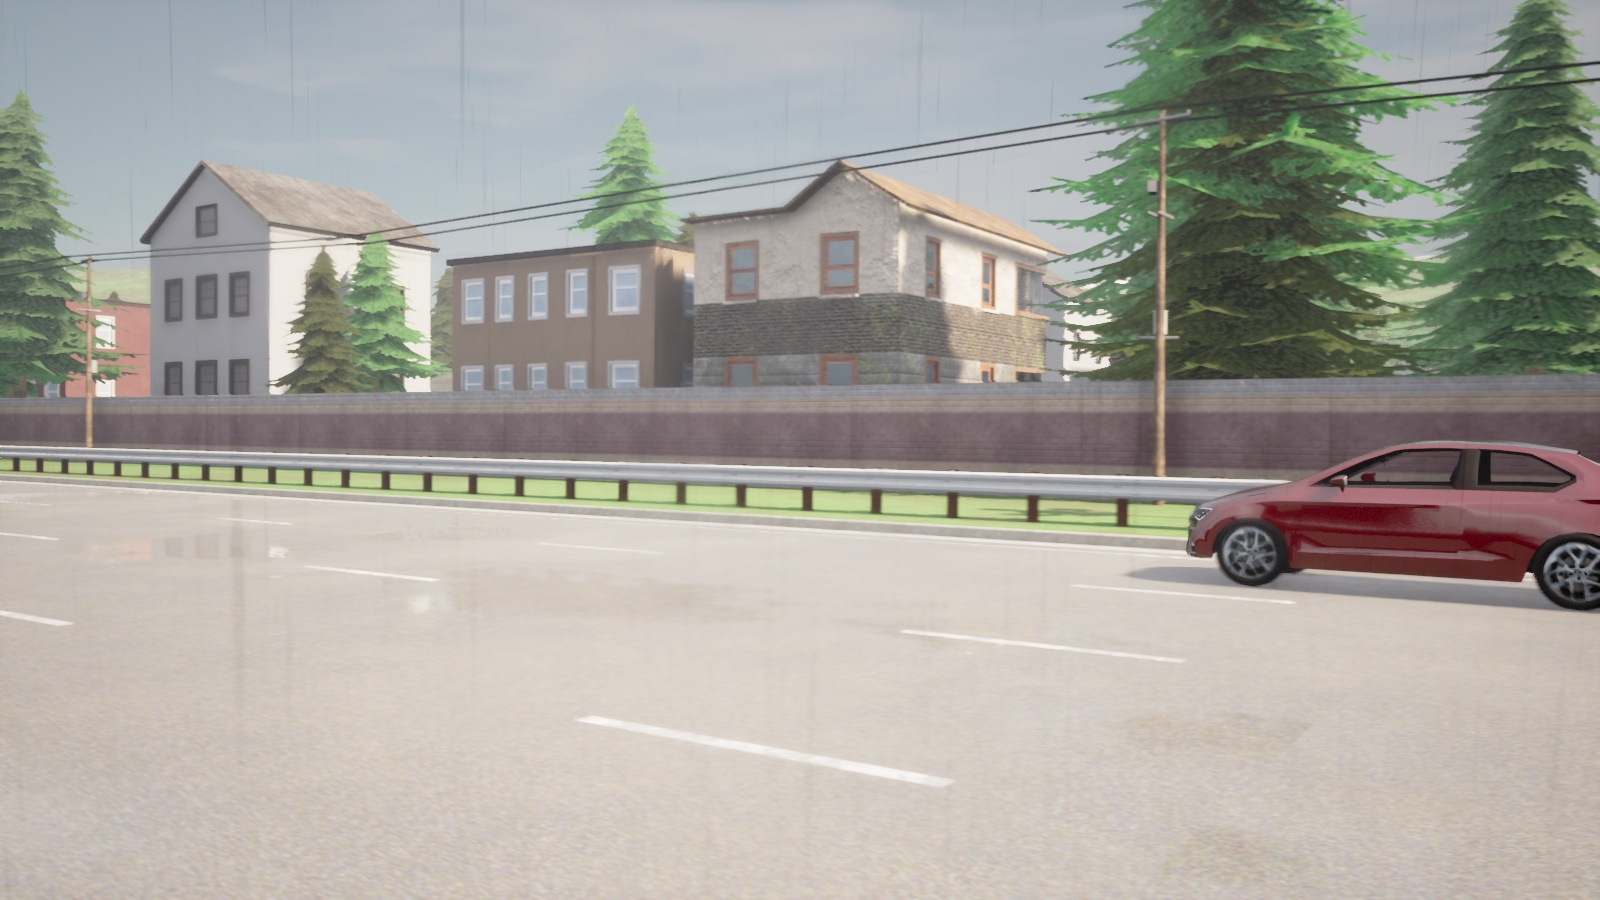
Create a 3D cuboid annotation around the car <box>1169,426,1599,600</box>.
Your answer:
[{"bbox_3d":[5.975,0.524,12.259,4.193,1.474,1.816,0,1,34],"label":"car"}]
